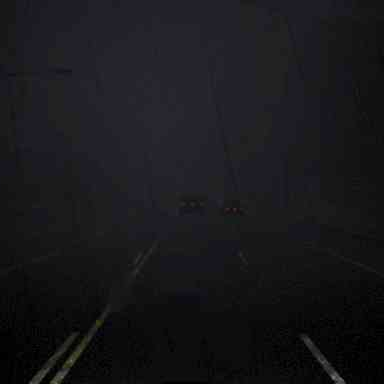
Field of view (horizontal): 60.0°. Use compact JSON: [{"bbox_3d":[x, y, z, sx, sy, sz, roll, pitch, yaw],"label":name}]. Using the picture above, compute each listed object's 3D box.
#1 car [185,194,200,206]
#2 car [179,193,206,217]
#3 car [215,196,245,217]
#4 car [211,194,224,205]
[{"bbox_3d":[0.092,1.075,44.248,1.895,1.301,4.718,0,2,1],"label":"car"},{"bbox_3d":[0.036,1.106,29.767,2.150,2.045,5.566,0,1,0],"label":"car"},{"bbox_3d":[3.536,1.428,29.881,2.033,1.411,5.357,0,1,0],"label":"car"},{"bbox_3d":[3.596,0.982,44.794,1.812,1.442,4.674,0,2,1],"label":"car"}]
